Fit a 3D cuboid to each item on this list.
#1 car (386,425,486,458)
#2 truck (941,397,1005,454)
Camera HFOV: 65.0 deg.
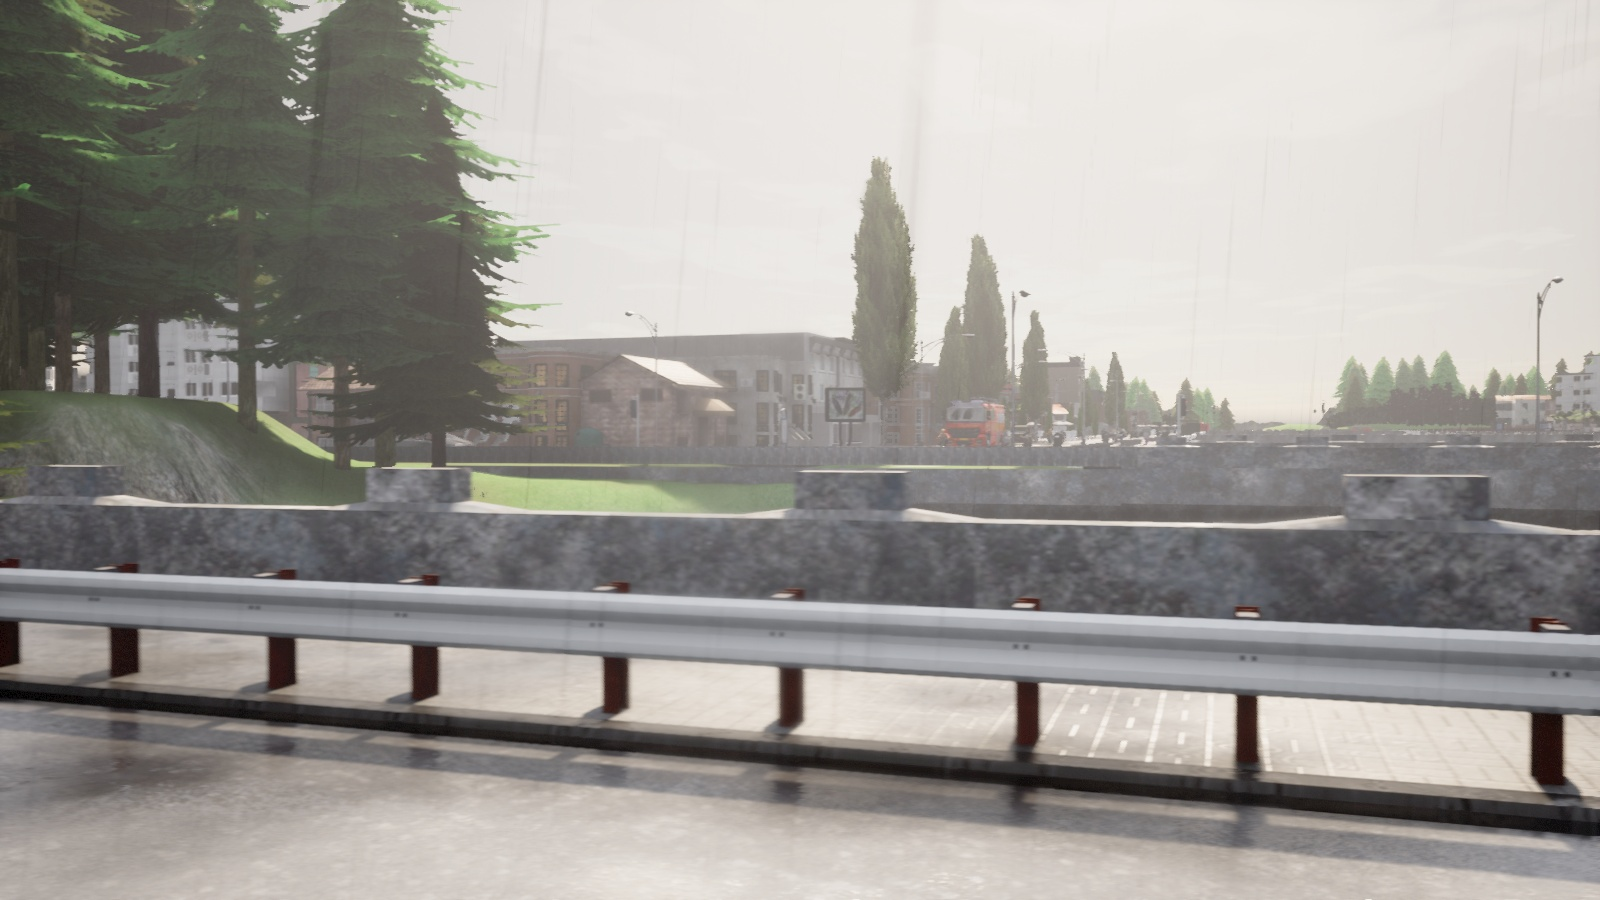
[{"bbox_3d":[-19.335,-0.470,66.729,4.611,1.667,2.242,1,1,19],"label":"car"},{"bbox_3d":[12.411,-1.722,89.406,2.891,3.827,8.468,1,1,19],"label":"truck"}]
